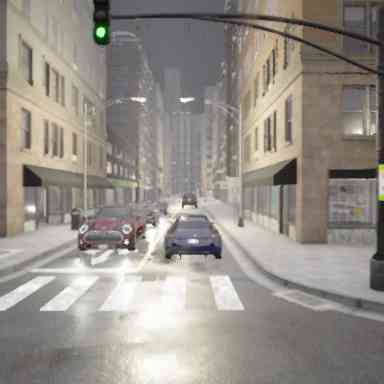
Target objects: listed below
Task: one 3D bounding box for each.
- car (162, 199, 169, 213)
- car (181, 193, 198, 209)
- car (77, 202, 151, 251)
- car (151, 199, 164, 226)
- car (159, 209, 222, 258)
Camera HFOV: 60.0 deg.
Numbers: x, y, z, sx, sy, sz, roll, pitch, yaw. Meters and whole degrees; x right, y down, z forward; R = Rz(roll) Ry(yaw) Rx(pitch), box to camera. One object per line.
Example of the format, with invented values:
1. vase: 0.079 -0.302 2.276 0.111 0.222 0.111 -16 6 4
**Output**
1. car: -3.288 1.460 33.052 2.128 1.511 4.902 0 0 0
2. car: -0.334 1.183 45.580 2.150 2.045 5.566 0 0 0
3. car: -3.174 1.337 13.975 2.097 1.767 4.553 0 0 -1
4. car: -3.250 1.482 23.073 1.837 1.490 4.892 0 0 0
5. car: 0.023 1.554 12.700 1.994 1.385 4.181 0 0 0
